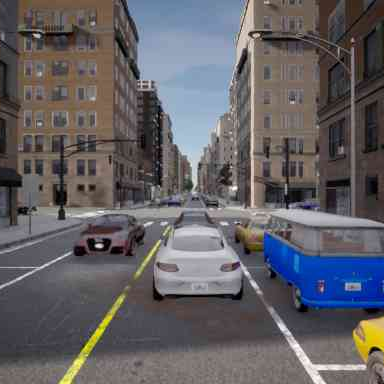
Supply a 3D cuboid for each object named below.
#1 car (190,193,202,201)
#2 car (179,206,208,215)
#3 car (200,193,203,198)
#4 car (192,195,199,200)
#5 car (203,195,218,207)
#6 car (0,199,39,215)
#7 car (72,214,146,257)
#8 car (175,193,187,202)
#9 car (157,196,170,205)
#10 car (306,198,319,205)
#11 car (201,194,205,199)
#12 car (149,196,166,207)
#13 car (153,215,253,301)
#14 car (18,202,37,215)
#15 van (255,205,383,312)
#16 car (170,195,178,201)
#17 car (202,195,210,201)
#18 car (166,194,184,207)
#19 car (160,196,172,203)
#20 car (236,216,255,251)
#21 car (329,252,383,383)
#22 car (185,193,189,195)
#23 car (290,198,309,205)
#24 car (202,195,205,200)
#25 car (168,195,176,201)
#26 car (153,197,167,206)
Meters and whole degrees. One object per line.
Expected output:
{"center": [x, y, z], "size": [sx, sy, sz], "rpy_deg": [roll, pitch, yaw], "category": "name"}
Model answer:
{"center": [0.833, 1.525, 81.271], "size": [1.812, 1.442, 4.674], "rpy_deg": [0, 0, 1], "category": "car"}
{"center": [0.116, 1.566, 15.580], "size": [1.994, 1.385, 4.181], "rpy_deg": [0, 0, 0], "category": "car"}
{"center": [3.468, 1.567, 78.382], "size": [1.947, 1.339, 4.313], "rpy_deg": [1, 0, 1], "category": "car"}
{"center": [0.987, 1.538, 91.968], "size": [2.033, 1.411, 5.357], "rpy_deg": [0, 0, 1], "category": "car"}
{"center": [3.071, 1.570, 50.731], "size": [1.947, 1.339, 4.313], "rpy_deg": [1, 0, 1], "category": "car"}
{"center": [-18.043, 1.411, 32.311], "size": [5.357, 1.411, 2.033], "rpy_deg": [0, -1, 0], "category": "car"}
{"center": [-2.993, 1.567, 12.820], "size": [1.994, 1.385, 4.181], "rpy_deg": [0, 0, 1], "category": "car"}
{"center": [-2.511, 1.482, 61.835], "size": [1.882, 1.535, 5.008], "rpy_deg": [0, 0, 1], "category": "car"}
{"center": [-5.295, 1.555, 61.907], "size": [2.008, 1.369, 4.403], "rpy_deg": [1, 0, 1], "category": "car"}
{"center": [15.490, 1.682, 35.482], "size": [5.357, 1.411, 2.033], "rpy_deg": [0, -1, 0], "category": "car"}
{"center": [3.229, 1.555, 61.791], "size": [2.008, 1.369, 4.403], "rpy_deg": [1, 0, 1], "category": "car"}
{"center": [-5.454, 1.588, 50.850], "size": [1.802, 1.307, 4.206], "rpy_deg": [1, 0, 1], "category": "car"}
{"center": [0.089, 1.527, 8.244], "size": [1.812, 1.442, 4.674], "rpy_deg": [0, 0, -1], "category": "car"}
{"center": [-16.503, 1.443, 29.043], "size": [4.718, 1.301, 1.895], "rpy_deg": [0, -1, 1], "category": "car"}
{"center": [2.689, 1.342, 7.395], "size": [1.690, 1.788, 3.998], "rpy_deg": [1, 0, 0], "category": "van"}
{"center": [-4.898, 1.565, 89.551], "size": [1.947, 1.339, 4.313], "rpy_deg": [1, 0, 1], "category": "car"}
{"center": [3.627, 1.549, 89.442], "size": [2.008, 1.369, 4.403], "rpy_deg": [1, 0, 1], "category": "car"}
{"center": [-2.674, 1.483, 52.175], "size": [1.882, 1.535, 5.008], "rpy_deg": [0, 0, 1], "category": "car"}
{"center": [-5.215, 1.549, 67.436], "size": [1.887, 1.381, 4.507], "rpy_deg": [1, 0, 1], "category": "car"}
{"center": [2.697, 1.528, 13.238], "size": [1.752, 1.417, 4.829], "rpy_deg": [1, 0, 0], "category": "car"}
{"center": [2.679, 1.526, 1.891], "size": [1.752, 1.417, 4.829], "rpy_deg": [1, 0, 0], "category": "car"}
{"center": [-2.300, 1.359, 71.963], "size": [2.097, 1.767, 4.553], "rpy_deg": [0, 0, 1], "category": "car"}
{"center": [13.618, 1.506, 38.750], "size": [4.553, 1.767, 2.097], "rpy_deg": [0, -1, 1], "category": "car"}
{"center": [3.150, 1.549, 56.261], "size": [1.887, 1.381, 4.507], "rpy_deg": [1, 0, 1], "category": "car"}
{"center": [-4.979, 1.526, 83.852], "size": [1.752, 1.417, 4.829], "rpy_deg": [1, 0, 1], "category": "car"}
{"center": [-5.375, 1.571, 56.378], "size": [1.947, 1.339, 4.313], "rpy_deg": [1, 0, 1], "category": "car"}
